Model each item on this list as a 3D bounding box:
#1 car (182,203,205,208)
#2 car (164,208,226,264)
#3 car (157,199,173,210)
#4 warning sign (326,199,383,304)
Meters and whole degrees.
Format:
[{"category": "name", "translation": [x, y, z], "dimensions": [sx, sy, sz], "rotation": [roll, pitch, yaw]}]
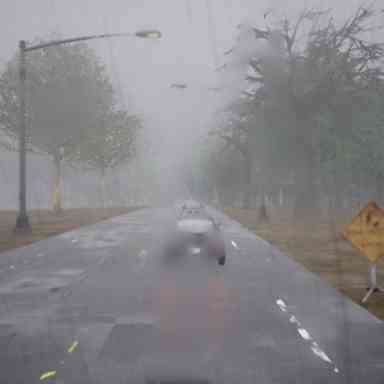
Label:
[{"category": "car", "translation": [0.111, 1.528, 26.316], "dimensions": [1.895, 1.301, 4.718], "rotation": [0, 0, 0]}, {"category": "car", "translation": [0.095, 1.468, 11.418], "dimensions": [1.812, 1.442, 4.674], "rotation": [0, 0, 0]}, {"category": "car", "translation": [-3.534, 1.618, 44.782], "dimensions": [2.033, 1.411, 5.357], "rotation": [0, -1, 0]}, {"category": "warning sign", "translation": [3.531, 1.074, 6.542], "dimensions": [1.300, 1.860, 1.060], "rotation": [-2, -1, 0]}]
